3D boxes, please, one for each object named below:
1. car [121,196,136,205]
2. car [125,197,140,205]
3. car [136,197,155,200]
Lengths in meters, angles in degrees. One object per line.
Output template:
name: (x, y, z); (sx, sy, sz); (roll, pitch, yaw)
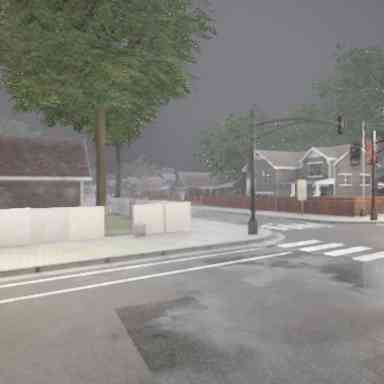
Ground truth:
car: (-11.789, 1.495, 59.256); (2.097, 1.767, 4.553); (-1, 0, -24)
car: (-11.798, 1.706, 66.056); (1.994, 1.385, 4.181); (-1, 0, -24)
car: (-7.568, 1.605, 56.531); (1.837, 1.490, 4.892); (-1, 0, -24)
